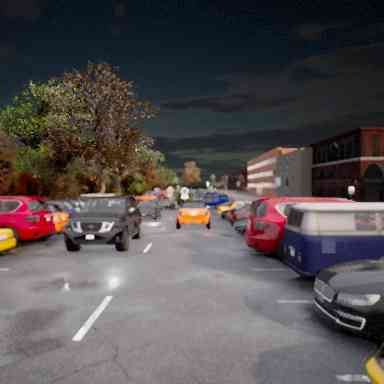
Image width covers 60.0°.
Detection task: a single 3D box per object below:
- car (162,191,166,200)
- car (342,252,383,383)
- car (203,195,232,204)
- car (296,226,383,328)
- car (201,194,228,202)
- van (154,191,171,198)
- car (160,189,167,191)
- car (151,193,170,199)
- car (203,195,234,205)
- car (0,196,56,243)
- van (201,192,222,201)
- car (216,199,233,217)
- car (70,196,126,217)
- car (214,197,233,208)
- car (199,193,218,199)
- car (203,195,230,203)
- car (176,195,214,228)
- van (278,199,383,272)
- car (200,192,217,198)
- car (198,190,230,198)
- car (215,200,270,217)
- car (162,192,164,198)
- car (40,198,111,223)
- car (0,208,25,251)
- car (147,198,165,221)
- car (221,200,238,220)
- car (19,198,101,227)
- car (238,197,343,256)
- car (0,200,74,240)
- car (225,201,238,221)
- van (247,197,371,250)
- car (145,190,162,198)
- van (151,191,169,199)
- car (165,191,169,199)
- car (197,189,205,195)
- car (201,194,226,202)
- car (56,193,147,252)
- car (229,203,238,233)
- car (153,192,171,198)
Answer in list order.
[{"bbox_3d":[-8.255,1.157,67.806,4.892,1.521,2.231,0,0,0],"label":"car"},{"bbox_3d":[4.352,1.474,2.670,5.366,1.575,1.946,0,0,0],"label":"car"},{"bbox_3d":[4.307,1.236,56.521,4.674,1.452,2.002,0,0,0],"label":"car"},{"bbox_3d":[4.542,1.474,5.453,4.892,1.521,2.231,0,0,0],"label":"car"},{"bbox_3d":[4.330,1.167,64.999,5.008,1.535,2.097,0,0,0],"label":"car"},{"bbox_3d":[-8.312,0.622,93.232,4.442,1.987,1.878,0,1,0],"label":"van"},{"bbox_3d":[-8.203,0.876,76.151,5.566,2.045,2.435,0,0,0],"label":"car"},{"bbox_3d":[-8.238,0.996,87.593,4.792,1.488,2.163,0,1,0],"label":"car"},{"bbox_3d":[4.275,1.235,53.694,4.792,1.488,2.163,0,0,0],"label":"car"},{"bbox_3d":[-8.580,1.210,13.661,5.566,2.045,2.435,0,0,0],"label":"car"},{"bbox_3d":[4.223,0.912,73.475,4.442,1.987,1.878,0,0,0],"label":"van"},{"bbox_3d":[4.490,1.474,24.936,4.792,1.488,2.163,0,0,0],"label":"car"},{"bbox_3d":[-8.535,1.310,30.496,4.553,1.767,2.185,0,0,0],"label":"car"},{"bbox_3d":[4.702,1.437,27.719,5.366,1.575,1.946,0,0,0],"label":"car"},{"bbox_3d":[4.371,0.966,87.624,5.008,1.535,2.097,0,1,0],"label":"car"},{"bbox_3d":[4.312,1.226,59.347,4.674,1.452,2.002,0,0,0],"label":"car"},{"bbox_3d":[0.083,1.321,21.943,2.097,1.767,4.553,0,0,0],"label":"car"},{"bbox_3d":[4.650,1.244,8.236,4.442,1.987,1.878,0,0,0],"label":"van"},{"bbox_3d":[4.340,0.781,90.446,4.553,1.767,2.185,0,1,0],"label":"car"},{"bbox_3d":[3.137,1.095,40.345,2.150,2.045,5.566,1,2,26],"label":"car"},{"bbox_3d":[4.499,1.476,30.361,4.674,1.452,2.002,-1,0,0],"label":"car"},{"bbox_3d":[-8.255,1.176,62.034,5.008,1.535,2.097,0,0,0],"label":"car"},{"bbox_3d":[-8.592,1.318,24.800,4.553,1.767,2.185,0,0,0],"label":"car"},{"bbox_3d":[-8.734,1.462,10.876,5.366,1.575,1.946,0,0,0],"label":"car"},{"bbox_3d":[-3.571,1.467,27.038,1.837,1.490,4.892,0,0,0],"label":"car"},{"bbox_3d":[4.519,1.489,22.153,4.674,1.452,2.002,0,0,0],"label":"car"},{"bbox_3d":[-8.590,1.323,22.016,4.553,1.767,2.185,0,0,0],"label":"car"},{"bbox_3d":[4.559,1.214,11.019,5.566,2.045,2.435,0,0,0],"label":"car"},{"bbox_3d":[-8.523,1.331,16.570,4.553,1.767,2.185,0,0,0],"label":"car"},{"bbox_3d":[4.553,1.482,19.370,4.792,1.488,2.163,0,0,0],"label":"car"},{"bbox_3d":[4.645,1.236,13.678,4.442,1.987,1.878,0,0,0],"label":"van"},{"bbox_3d":[-8.234,1.060,59.334,4.553,1.767,2.185,0,0,0],"label":"car"},{"bbox_3d":[-8.093,0.800,84.762,4.442,1.987,1.878,0,1,0],"label":"van"},{"bbox_3d":[-8.207,1.167,73.328,4.792,1.488,2.163,0,0,0],"label":"car"},{"bbox_3d":[4.363,0.896,70.649,5.566,2.045,2.435,0,0,0],"label":"car"},{"bbox_3d":[4.324,1.157,67.824,5.008,1.535,2.097,0,0,0],"label":"car"},{"bbox_3d":[-3.513,1.197,14.223,2.150,2.045,5.566,0,0,0],"label":"car"},{"bbox_3d":[4.533,1.458,16.586,4.892,1.521,2.231,0,0,0],"label":"car"},{"bbox_3d":[-8.169,0.784,90.287,4.553,1.767,2.185,0,1,0],"label":"car"}]
